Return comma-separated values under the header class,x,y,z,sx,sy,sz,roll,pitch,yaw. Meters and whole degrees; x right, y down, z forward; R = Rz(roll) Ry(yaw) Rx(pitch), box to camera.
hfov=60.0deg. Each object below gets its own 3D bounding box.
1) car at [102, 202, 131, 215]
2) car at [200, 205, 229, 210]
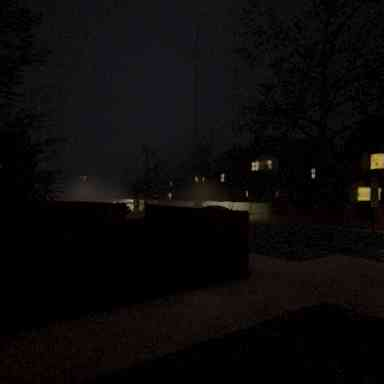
class,x,y,z,sx,sy,sz,roll,pitch,yaw
car,-9.001,1.914,39.022,2.033,1.411,5.357,1,-1,-35
car,1.329,1.689,24.102,1.812,1.442,4.674,1,-1,-35
